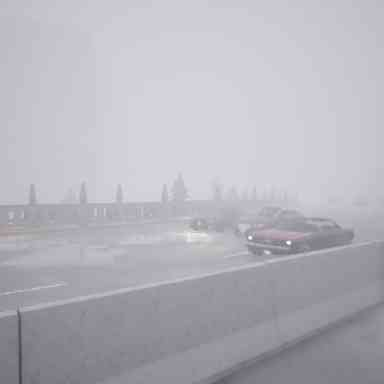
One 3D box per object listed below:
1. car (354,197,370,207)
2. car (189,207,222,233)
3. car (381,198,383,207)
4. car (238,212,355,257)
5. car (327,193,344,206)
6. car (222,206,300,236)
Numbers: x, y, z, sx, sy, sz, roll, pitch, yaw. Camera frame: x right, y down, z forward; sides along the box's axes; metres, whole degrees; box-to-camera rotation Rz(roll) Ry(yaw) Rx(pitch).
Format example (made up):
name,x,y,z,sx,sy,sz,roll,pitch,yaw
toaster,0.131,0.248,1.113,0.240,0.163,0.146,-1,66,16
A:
name,x,y,z,sx,sy,sz,roll,pitch,yaw
car,26.359,1.477,51.655,1.882,1.535,5.008,0,0,19
car,1.811,1.564,19.577,4.181,1.385,1.994,0,0,-45
car,28.612,1.351,47.748,2.097,1.767,4.553,0,0,21
car,4.008,1.601,12.004,4.718,1.301,1.895,0,0,-43
car,24.393,1.221,56.740,2.150,2.045,5.566,0,0,17
car,4.064,1.491,16.897,4.902,1.511,2.128,0,0,-44
